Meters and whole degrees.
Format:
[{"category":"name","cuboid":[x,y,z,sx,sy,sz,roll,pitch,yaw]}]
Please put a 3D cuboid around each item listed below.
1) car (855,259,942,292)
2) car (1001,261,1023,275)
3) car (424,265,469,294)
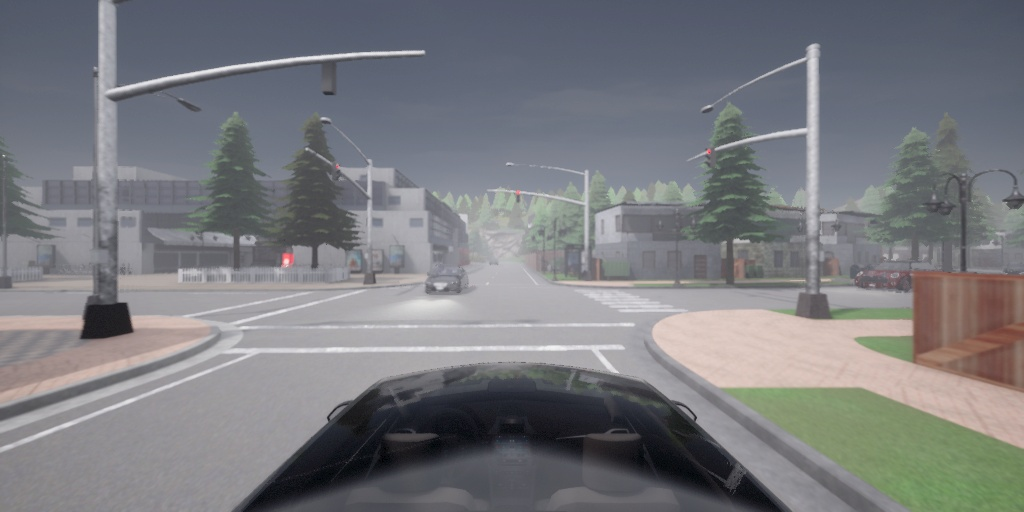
[{"category":"car","cuboid":[22.558,1.059,20.918,4.553,1.767,2.097,0,0,-16]},{"category":"car","cuboid":[43.366,1.203,30.456,4.892,1.490,1.837,1,0,-35]},{"category":"car","cuboid":[-3.507,1.274,19.972,2.128,1.511,4.902,0,1,0]}]
